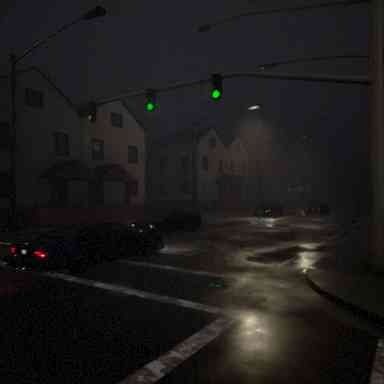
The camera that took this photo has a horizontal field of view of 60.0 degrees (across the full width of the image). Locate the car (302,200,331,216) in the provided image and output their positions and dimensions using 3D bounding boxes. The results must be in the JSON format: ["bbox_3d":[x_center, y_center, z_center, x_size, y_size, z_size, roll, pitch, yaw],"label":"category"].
[{"bbox_3d":[14.204,1.880,37.431,2.033,1.411,5.357,-1,-1,34],"label":"car"}]

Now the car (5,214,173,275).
[{"bbox_3d":[-3.161,1.686,11.098,2.033,1.411,5.357,-1,-1,33],"label":"car"}]

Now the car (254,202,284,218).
[{"bbox_3d":[8.043,1.836,34.623,1.837,1.490,4.892,-1,-1,33],"label":"car"}]

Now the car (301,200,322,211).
[{"bbox_3d":[17.781,1.941,49.222,1.837,1.490,4.892,-1,-1,33],"label":"car"}]

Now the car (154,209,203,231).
[{"bbox_3d":[-1.350,1.771,20.385,2.033,1.411,5.357,-1,-1,33],"label":"car"}]
